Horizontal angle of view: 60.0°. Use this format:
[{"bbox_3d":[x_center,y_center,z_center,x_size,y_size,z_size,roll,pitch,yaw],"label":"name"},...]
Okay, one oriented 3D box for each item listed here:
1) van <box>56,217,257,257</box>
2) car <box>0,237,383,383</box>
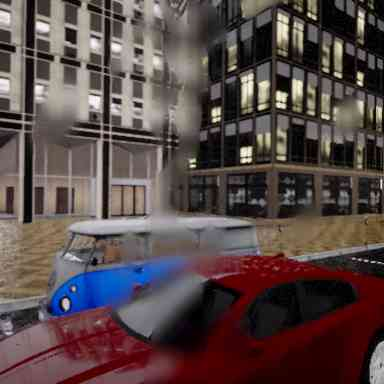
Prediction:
[{"bbox_3d":[-0.521,1.384,6.188,3.998,1.788,1.690,1,-1,-35],"label":"van"},{"bbox_3d":[0.425,1.511,3.666,5.008,1.535,1.882,1,-1,-35],"label":"car"}]
